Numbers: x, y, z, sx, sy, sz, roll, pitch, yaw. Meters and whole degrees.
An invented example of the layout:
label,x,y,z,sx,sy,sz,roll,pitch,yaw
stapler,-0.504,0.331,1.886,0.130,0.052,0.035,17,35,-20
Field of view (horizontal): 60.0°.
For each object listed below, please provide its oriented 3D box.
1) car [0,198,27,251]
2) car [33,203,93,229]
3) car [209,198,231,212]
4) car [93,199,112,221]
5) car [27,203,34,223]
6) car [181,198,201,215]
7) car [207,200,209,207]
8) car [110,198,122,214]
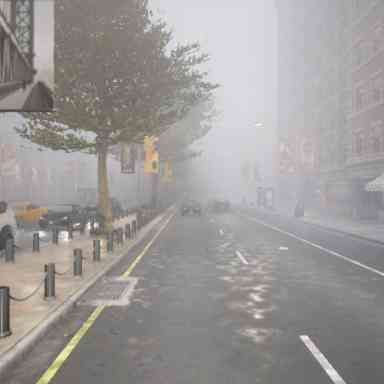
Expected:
label,x,y,z,sx,sy,sz,roll,pitch,yaw
car,-8.153,1.223,11.245,2.150,2.045,5.566,0,0,0
car,-8.205,1.523,21.676,1.812,1.442,4.674,0,0,0
car,3.315,1.473,38.322,1.882,1.535,5.008,0,0,0
car,-8.149,1.561,26.929,1.994,1.385,4.181,0,0,0
car,-11.666,1.475,22.525,1.882,1.535,5.008,0,0,0
car,-0.090,1.596,33.629,1.895,1.301,4.718,0,0,0
car,3.259,1.558,47.363,1.994,1.385,4.181,0,0,0
car,-8.234,1.348,32.062,2.097,1.767,4.553,0,0,0
